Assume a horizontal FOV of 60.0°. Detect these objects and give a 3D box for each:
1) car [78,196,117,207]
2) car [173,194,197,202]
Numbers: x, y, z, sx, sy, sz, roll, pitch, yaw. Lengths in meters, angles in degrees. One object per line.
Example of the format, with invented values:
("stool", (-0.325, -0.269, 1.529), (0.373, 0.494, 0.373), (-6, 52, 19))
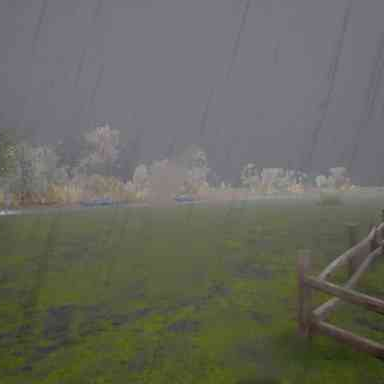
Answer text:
("car", (-12.715, 1.284, 45.213), (2.033, 1.411, 5.357), (0, 1, 36))
("car", (-1.215, 1.121, 60.816), (2.033, 1.411, 5.357), (0, 1, 36))
